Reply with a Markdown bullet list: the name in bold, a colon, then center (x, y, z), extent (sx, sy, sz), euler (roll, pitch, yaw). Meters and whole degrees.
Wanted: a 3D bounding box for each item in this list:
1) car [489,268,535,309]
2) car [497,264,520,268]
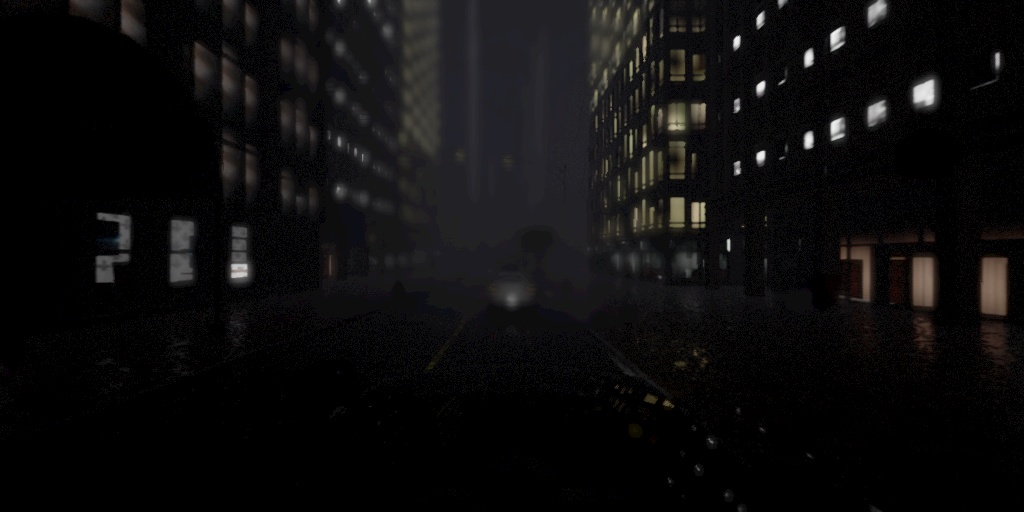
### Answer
- **car**: center (0.017, 1.419, 15.739), extent (1.812, 1.442, 4.674), euler (0, 0, 0)
- **car**: center (0.002, 1.554, 30.351), extent (1.837, 1.490, 4.892), euler (0, 0, 0)
